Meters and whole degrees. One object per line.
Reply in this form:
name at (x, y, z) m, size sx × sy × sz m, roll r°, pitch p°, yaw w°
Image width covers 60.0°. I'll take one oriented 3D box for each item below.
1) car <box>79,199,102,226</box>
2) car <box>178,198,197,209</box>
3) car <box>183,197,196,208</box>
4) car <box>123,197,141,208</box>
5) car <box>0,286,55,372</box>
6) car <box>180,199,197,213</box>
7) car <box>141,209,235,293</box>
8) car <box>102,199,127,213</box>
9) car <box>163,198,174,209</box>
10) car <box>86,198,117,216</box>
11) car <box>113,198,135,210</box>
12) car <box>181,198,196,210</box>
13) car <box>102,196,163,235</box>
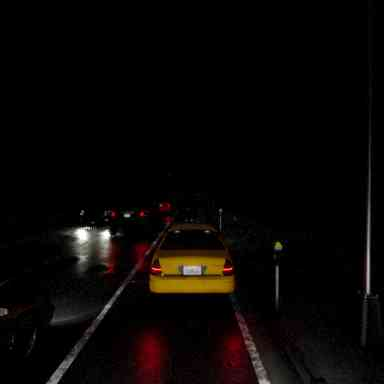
car at (-6.243, 1.350, 23.210) m, size 2.097 × 1.767 × 4.553 m, roll 0°, pitch 0°, yaw 0°
car at (-0.393, 1.566, 33.084) m, size 1.947 × 1.339 × 4.313 m, roll -1°, pitch 0°, yaw 0°
car at (-0.393, 1.550, 49.600) m, size 1.887 × 1.381 × 4.507 m, roll -1°, pitch 0°, yaw 0°
car at (-8.918, 1.550, 49.600) m, size 1.887 × 1.381 × 4.507 m, roll -1°, pitch 0°, yaw 0°
car at (-3.047, 1.547, 2.698) m, size 2.033 × 1.411 × 5.357 m, roll 0°, pitch 0°, yaw 0°
car at (-0.393, 1.546, 38.589) m, size 1.887 × 1.381 × 4.507 m, roll -1°, pitch 0°, yaw 0°
car at (0.005, 1.455, 8.841) m, size 1.801 × 1.575 × 5.366 m, roll 0°, pitch 0°, yaw 0°
car at (-8.918, 1.567, 38.590) m, size 1.947 × 1.339 × 4.313 m, roll -1°, pitch 0°, yaw 0°
car at (-3.048, 1.352, 34.659) m, size 2.097 × 1.767 × 4.553 m, roll 0°, pitch 0°, yaw 0°
car at (-8.919, 1.440, 33.084) m, size 1.967 × 1.590 × 4.097 m, roll -1°, pitch 0°, yaw 0°
car at (-8.918, 1.554, 44.095) m, size 2.008 × 1.369 × 4.403 m, roll -1°, pitch 0°, yaw 0°
car at (-0.393, 1.548, 44.094) m, size 1.887 × 1.381 × 4.507 m, roll -1°, pitch 0°, yaw 0°
car at (-3.145, 1.221, 18.872) m, size 2.150 × 2.045 × 5.566 m, roll 0°, pitch 0°, yaw 0°
